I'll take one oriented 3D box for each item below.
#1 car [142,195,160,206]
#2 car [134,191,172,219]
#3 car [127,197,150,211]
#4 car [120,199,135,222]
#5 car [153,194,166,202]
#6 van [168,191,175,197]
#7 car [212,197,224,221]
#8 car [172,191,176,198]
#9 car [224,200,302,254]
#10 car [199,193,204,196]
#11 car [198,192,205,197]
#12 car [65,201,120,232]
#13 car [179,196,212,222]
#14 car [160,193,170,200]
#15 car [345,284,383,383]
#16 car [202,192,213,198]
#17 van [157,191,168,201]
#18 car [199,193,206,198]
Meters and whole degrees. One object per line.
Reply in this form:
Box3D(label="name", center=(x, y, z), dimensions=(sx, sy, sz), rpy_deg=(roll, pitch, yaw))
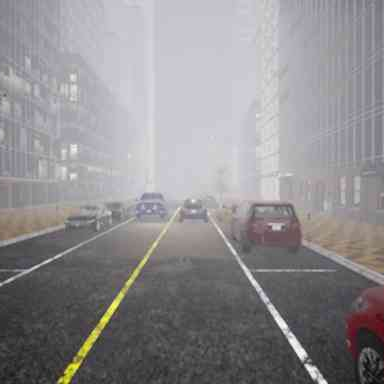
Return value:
Box3D(label="car", center=(-5.684, 1.147, 47.147), dimensions=(2.008, 1.369, 4.403), rpy_deg=(0, 1, 0))
Box3D(label="car", center=(-3.098, 0.997, 26.637), dimensions=(2.150, 2.045, 5.566), rpy_deg=(0, 1, 0))
Box3D(label="car", center=(-5.684, 1.279, 35.762), dimensions=(1.802, 1.307, 4.206), rpy_deg=(0, 1, 0))
Box3D(label="car", center=(-5.686, 1.362, 24.379), dimensions=(1.947, 1.339, 4.313), rpy_deg=(0, 0, 0))
Box3D(label="car", center=(-5.683, 1.039, 58.531), dimensions=(1.887, 1.381, 4.507), rpy_deg=(0, 1, 0))
Box3D(label="van", center=(-5.679, 0.519, 92.681), dimensions=(1.690, 1.788, 3.998), rpy_deg=(0, 1, 0))
Box3D(label="car", center=(2.695, 1.320, 24.535), dimensions=(1.752, 1.417, 4.829), rpy_deg=(0, 0, 0))
Box3D(label="car", center=(-5.680, 0.672, 86.989), dimensions=(1.967, 1.590, 4.097), rpy_deg=(0, 1, 0))
Box3D(label="car", center=(2.696, 1.207, 12.981), dimensions=(2.192, 1.841, 5.009), rpy_deg=(0, 0, 0))
Box3D(label="car", center=(0.102, 1.207, 41.820), dimensions=(1.994, 1.385, 4.181), rpy_deg=(0, 1, 0))
Box3D(label="car", center=(2.700, 0.702, 92.837), dimensions=(1.752, 1.417, 4.829), rpy_deg=(0, 1, 0))
Box3D(label="car", center=(-5.686, 1.395, 18.687), dimensions=(2.008, 1.369, 4.403), rpy_deg=(0, 0, 0))
Box3D(label="car", center=(0.102, 1.299, 24.472), dimensions=(2.163, 1.488, 4.792), rpy_deg=(0, 1, 0))
Box3D(label="car", center=(-5.682, 0.972, 69.916), dimensions=(1.802, 1.307, 4.206), rpy_deg=(0, 1, 0))
Box3D(label="car", center=(2.695, 1.301, 1.596), dimensions=(2.192, 1.841, 5.009), rpy_deg=(0, 0, 0))
Box3D(label="car", center=(2.697, 1.111, 52.826), dimensions=(1.947, 1.339, 4.313), rpy_deg=(0, 1, 0))
Box3D(label="van", center=(-5.682, 0.783, 64.222), dimensions=(1.690, 1.788, 3.998), rpy_deg=(0, 1, 0))
Box3D(label="car", center=(2.700, 0.814, 86.976), dimensions=(1.802, 1.307, 4.206), rpy_deg=(0, 1, 0))
